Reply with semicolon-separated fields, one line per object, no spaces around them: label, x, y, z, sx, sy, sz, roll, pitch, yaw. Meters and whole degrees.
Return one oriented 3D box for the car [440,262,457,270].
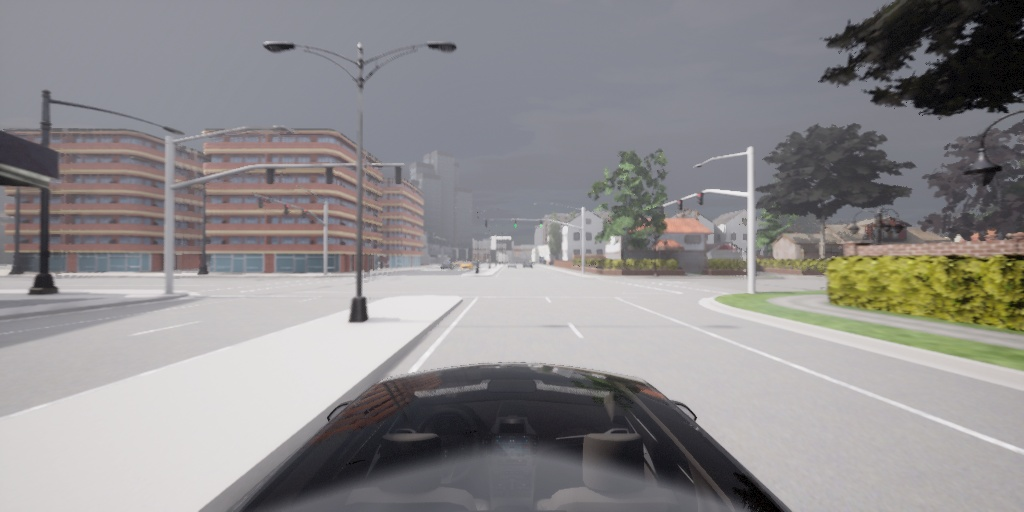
car;-11.526;1.777;63.961;1.994;1.385;4.181;0;0;0

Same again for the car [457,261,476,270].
car;-8.026;1.700;63.953;1.882;1.535;5.008;0;0;0
